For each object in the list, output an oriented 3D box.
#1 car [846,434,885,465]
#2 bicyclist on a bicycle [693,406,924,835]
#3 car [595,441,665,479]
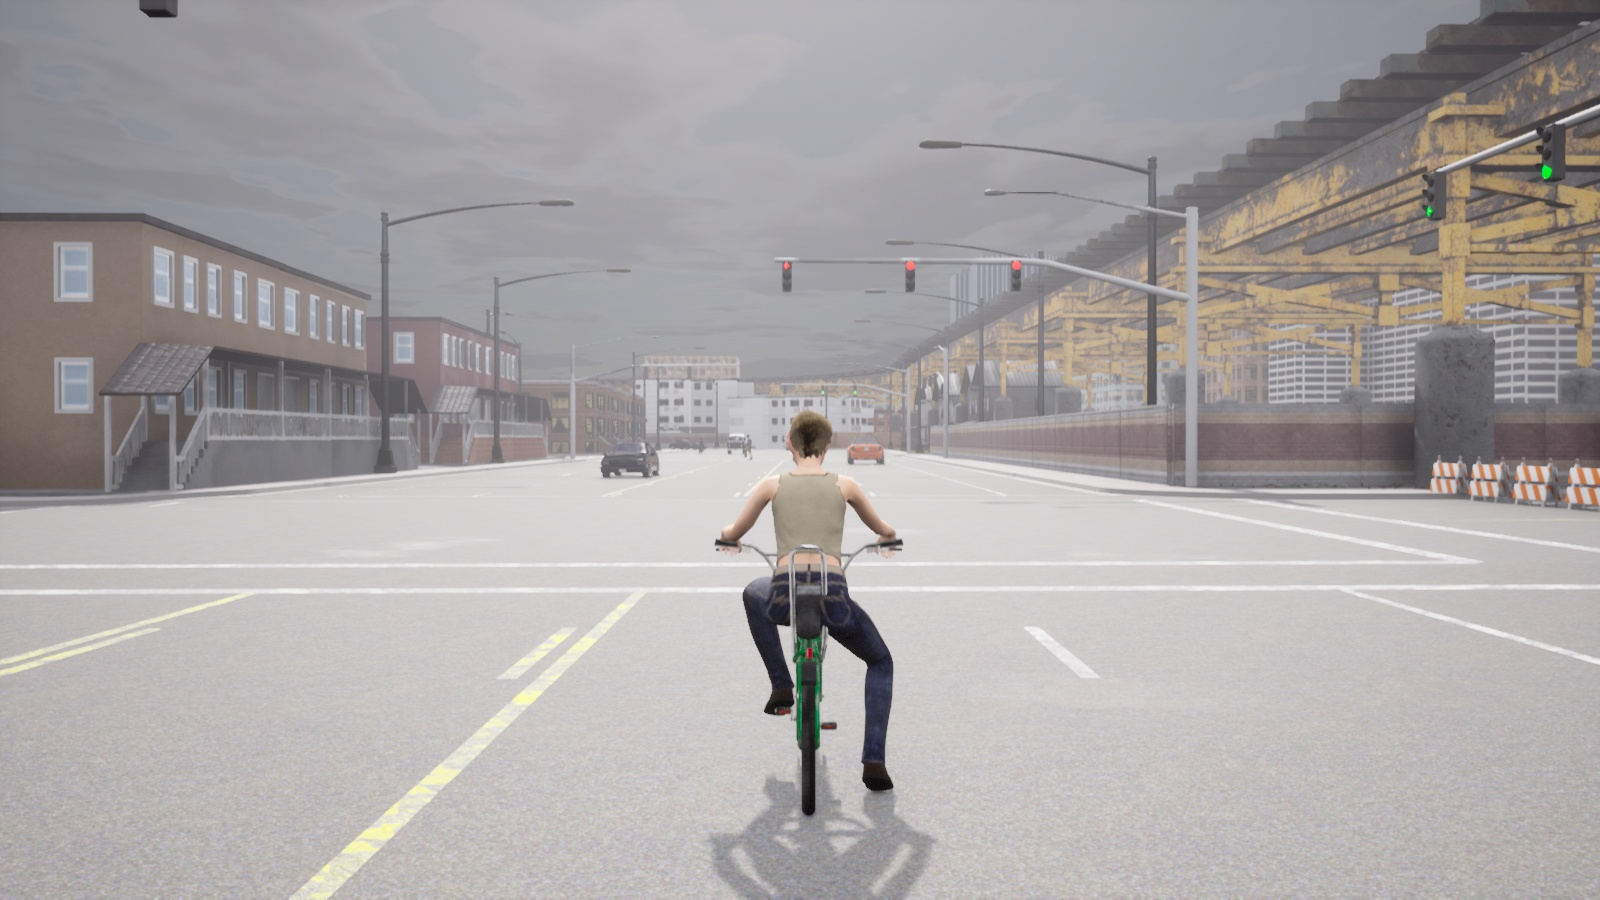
[{"bbox_3d":[3.912,-0.053,75.785,2.097,1.767,4.553,0,0,0],"label":"car"},{"bbox_3d":[0.038,0.635,5.472,0.866,1.612,1.509,0,0,0],"label":"bicyclist on a bicycle"},{"bbox_3d":[-6.723,0.351,50.214,2.033,1.411,5.357,0,0,0],"label":"car"}]
